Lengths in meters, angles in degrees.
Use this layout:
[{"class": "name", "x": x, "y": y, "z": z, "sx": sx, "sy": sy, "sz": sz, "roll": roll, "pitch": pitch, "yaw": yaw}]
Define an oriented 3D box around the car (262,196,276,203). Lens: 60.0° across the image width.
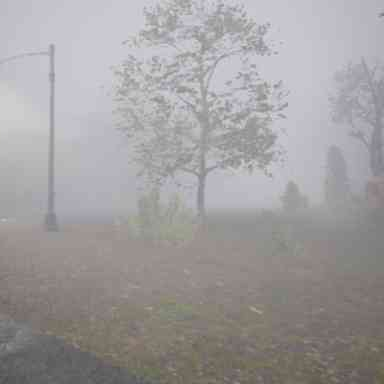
[{"class": "car", "x": 17.278, "y": 1.638, "z": 74.672, "sx": 1.837, "sy": 1.490, "sz": 4.892, "roll": 1, "pitch": 0, "yaw": 36}]
